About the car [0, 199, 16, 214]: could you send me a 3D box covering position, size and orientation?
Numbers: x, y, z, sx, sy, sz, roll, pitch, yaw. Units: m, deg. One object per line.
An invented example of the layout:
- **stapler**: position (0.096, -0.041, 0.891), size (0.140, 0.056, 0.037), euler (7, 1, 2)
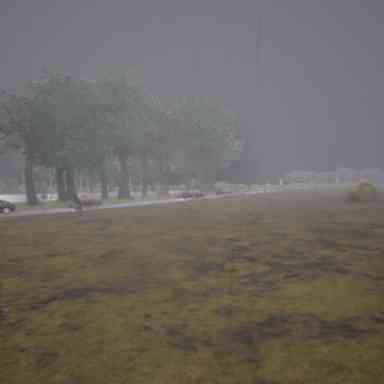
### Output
- **car**: position (-19.090, 1.411, 30.986), size (1.837, 1.490, 4.892), euler (-2, 0, 35)

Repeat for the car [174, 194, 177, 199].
- **car**: position (-1.100, 0.394, 56.253), size (1.812, 1.442, 4.674), euler (-2, 1, 36)

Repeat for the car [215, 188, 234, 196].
- **car**: position (6.139, -0.028, 61.649), size (1.837, 1.490, 4.892), euler (-2, 1, 35)

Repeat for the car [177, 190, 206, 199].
- **car**: position (0.357, 0.336, 53.413), size (1.882, 1.535, 5.008), euler (-2, 1, 36)

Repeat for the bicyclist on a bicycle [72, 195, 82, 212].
- **bicyclist on a bicycle**: position (-11.081, 1.112, 31.934), size (1.656, 1.620, 0.582), euler (-1, 1, 35)

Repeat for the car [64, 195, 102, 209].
- **car**: position (-12.903, 1.147, 39.707), size (1.812, 1.442, 4.674), euler (-2, 1, 35)
